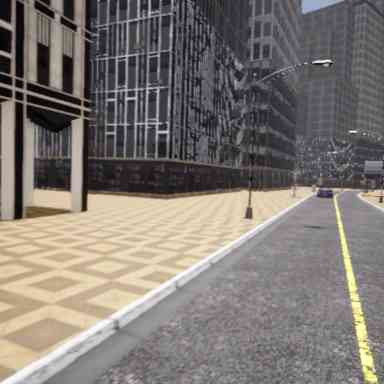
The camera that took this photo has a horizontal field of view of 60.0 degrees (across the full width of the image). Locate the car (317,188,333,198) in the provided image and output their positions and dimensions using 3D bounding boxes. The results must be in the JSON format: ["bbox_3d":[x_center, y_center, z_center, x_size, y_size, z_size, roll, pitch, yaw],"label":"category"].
[{"bbox_3d":[18.541,0.099,46.266,1.994,1.385,4.181,3,3,23],"label":"car"}]
